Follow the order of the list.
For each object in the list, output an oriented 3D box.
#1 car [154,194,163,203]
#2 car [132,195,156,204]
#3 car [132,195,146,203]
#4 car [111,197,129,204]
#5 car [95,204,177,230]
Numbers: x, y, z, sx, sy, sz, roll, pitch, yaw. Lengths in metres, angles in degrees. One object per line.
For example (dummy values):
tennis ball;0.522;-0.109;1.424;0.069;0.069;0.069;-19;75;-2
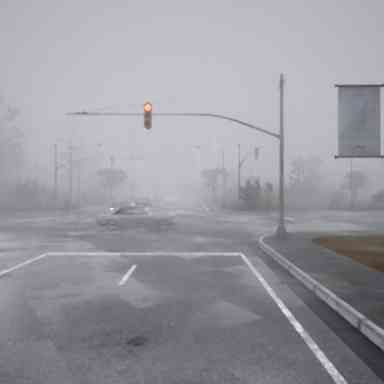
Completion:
car;-6.854;1.132;65.283;2.097;1.767;4.553;0;1;1
car;-6.958;1.446;48.437;2.033;1.411;5.357;0;0;0
car;-10.349;1.385;64.977;1.895;1.301;4.718;0;1;1
car;-10.455;1.425;48.627;1.812;1.442;4.674;0;0;0
car;-3.287;1.567;20.080;4.718;1.301;1.895;0;0;-3
